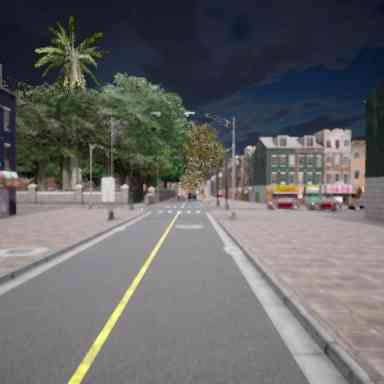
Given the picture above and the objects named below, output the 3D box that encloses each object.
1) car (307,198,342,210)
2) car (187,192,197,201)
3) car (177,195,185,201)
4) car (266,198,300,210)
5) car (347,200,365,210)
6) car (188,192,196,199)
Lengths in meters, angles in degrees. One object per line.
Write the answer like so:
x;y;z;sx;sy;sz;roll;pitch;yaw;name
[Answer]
17.268;1.533;43.578;4.097;1.590;1.967;1;0;0;car
0.000;1.115;82.555;2.150;2.045;5.566;0;0;0;car
-2.750;1.447;83.398;2.128;1.511;4.902;0;0;0;car
11.834;1.472;43.579;4.097;1.590;1.967;1;0;0;car
22.701;1.721;43.579;4.313;1.339;1.947;1;0;0;car
0.000;1.044;95.059;2.150;2.045;5.566;0;0;0;car
